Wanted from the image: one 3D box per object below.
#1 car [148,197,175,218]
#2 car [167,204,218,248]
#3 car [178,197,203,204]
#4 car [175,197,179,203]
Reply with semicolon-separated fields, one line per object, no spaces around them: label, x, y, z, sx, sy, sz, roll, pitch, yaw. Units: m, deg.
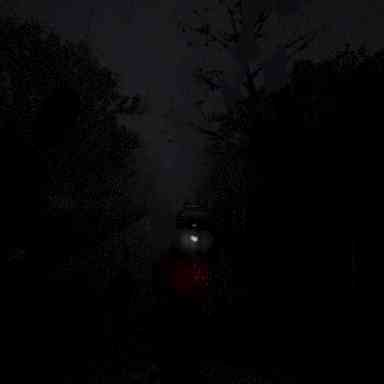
car;-2.896;1.461;30.514;1.882;1.535;5.008;0;0;0
car;0.090;1.497;14.785;1.837;1.490;4.892;0;0;0
car;0.049;1.474;31.506;2.128;1.511;4.902;0;0;0
car;-3.061;1.713;71.932;1.882;1.535;5.008;0;-1;-1
